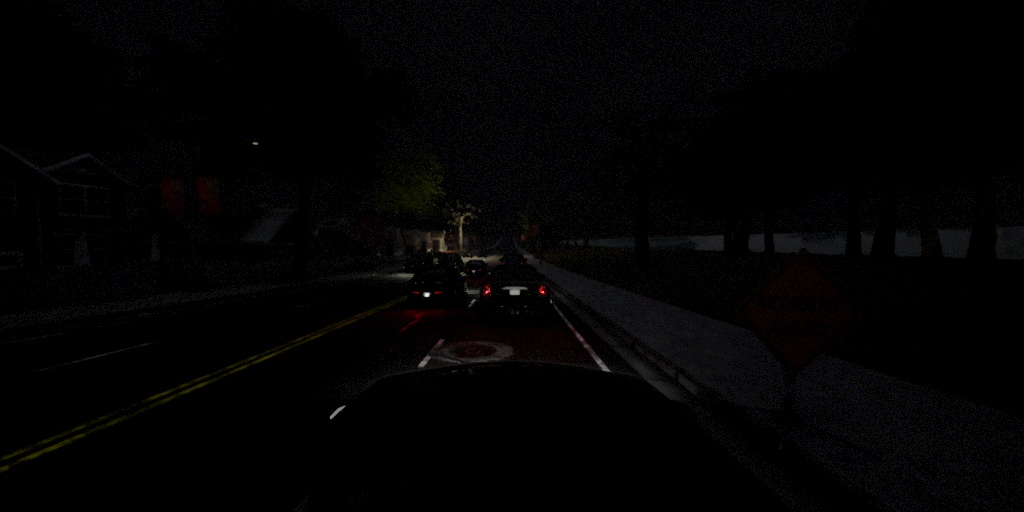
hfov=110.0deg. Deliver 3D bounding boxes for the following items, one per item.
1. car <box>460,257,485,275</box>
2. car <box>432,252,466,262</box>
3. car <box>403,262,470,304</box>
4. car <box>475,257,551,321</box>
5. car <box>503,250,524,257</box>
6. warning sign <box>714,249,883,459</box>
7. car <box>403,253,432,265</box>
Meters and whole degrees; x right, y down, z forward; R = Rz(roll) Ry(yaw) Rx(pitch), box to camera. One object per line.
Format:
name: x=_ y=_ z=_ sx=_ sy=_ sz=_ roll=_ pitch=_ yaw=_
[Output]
car: x=-3.153 y=1.056 z=31.844 sx=1.812 sy=1.442 sz=4.674 roll=0 pitch=1 yaw=0
car: x=-6.591 y=0.669 z=38.277 sx=2.150 sy=2.045 sz=5.566 roll=0 pitch=1 yaw=0
car: x=-3.155 y=1.169 z=15.740 sx=1.837 sy=1.490 sz=4.892 roll=0 pitch=0 yaw=0
car: x=0.086 y=1.038 z=12.257 sx=2.097 sy=1.767 sz=4.553 roll=0 pitch=0 yaw=0
car: x=0.097 y=0.773 z=30.007 sx=2.150 sy=2.045 sz=5.566 roll=0 pitch=1 yaw=0
warning sign: x=2.849 y=0.854 z=3.721 sx=1.300 sy=1.860 sz=1.060 roll=0 pitch=0 yaw=0
car: x=-9.842 y=0.669 z=38.334 sx=2.150 sy=2.045 sz=5.566 roll=0 pitch=1 yaw=0
